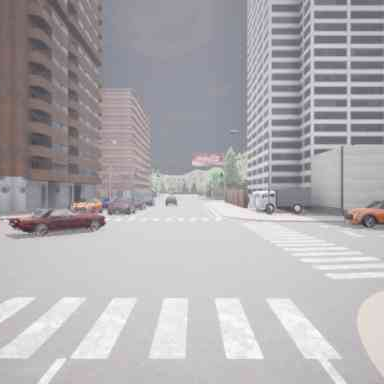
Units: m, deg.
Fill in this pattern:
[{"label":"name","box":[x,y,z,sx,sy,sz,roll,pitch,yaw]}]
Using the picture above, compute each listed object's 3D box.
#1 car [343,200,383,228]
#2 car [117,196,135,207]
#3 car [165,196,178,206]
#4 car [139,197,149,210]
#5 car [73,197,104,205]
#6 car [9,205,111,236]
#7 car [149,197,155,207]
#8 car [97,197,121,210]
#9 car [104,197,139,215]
[{"label":"car","box":[12.100,1.294,21.056,4.553,1.767,2.097,0,0,0]},{"label":"car","box":[-10.544,1.470,53.349,1.882,1.535,5.008,0,0,1]},{"label":"car","box":[-3.388,1.497,55.315,1.837,1.490,4.892,0,0,0]},{"label":"car","box":[-7.077,1.499,42.785,1.837,1.490,4.892,0,0,0]},{"label":"car","box":[-10.579,1.347,33.660,2.097,1.767,4.553,0,0,0]},{"label":"car","box":[-7.147,1.575,18.182,4.718,1.301,1.895,0,0,-44]},{"label":"car","box":[-7.051,1.470,52.832,1.882,1.535,5.008,0,0,0]},{"label":"car","box":[-10.576,1.472,42.885,1.882,1.535,5.008,0,0,0]},{"label":"car","box":[-7.055,1.347,33.652,2.097,1.767,4.553,0,0,0]}]
